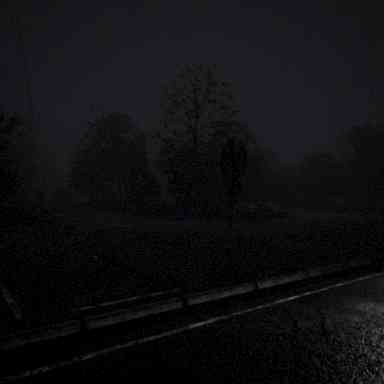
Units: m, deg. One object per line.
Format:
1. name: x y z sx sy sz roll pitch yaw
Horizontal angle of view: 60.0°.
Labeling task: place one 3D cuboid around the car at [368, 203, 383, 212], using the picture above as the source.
1. car: 26.742 2.134 45.650 2.002 1.452 4.674 1 -1 -35

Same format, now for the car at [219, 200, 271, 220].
1. car: 4.363 1.702 29.663 2.002 1.452 4.674 1 -1 -36

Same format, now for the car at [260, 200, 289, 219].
1. car: 6.905 1.585 31.563 2.185 1.767 4.553 1 -1 -36
